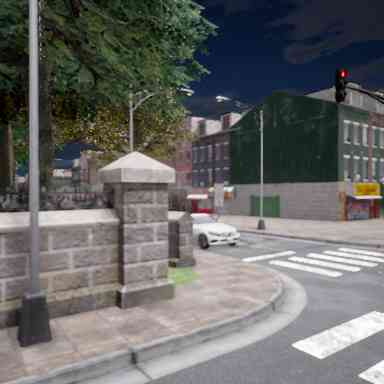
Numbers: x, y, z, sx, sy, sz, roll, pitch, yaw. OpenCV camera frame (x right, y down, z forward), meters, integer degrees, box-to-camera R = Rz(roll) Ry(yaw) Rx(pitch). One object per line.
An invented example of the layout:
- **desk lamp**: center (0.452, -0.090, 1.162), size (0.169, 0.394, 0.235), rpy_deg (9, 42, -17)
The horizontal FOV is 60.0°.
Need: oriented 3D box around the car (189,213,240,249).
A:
- **car**: center (0.287, 1.784, 16.207), size (1.812, 1.442, 4.674), rpy_deg (0, -1, -36)
